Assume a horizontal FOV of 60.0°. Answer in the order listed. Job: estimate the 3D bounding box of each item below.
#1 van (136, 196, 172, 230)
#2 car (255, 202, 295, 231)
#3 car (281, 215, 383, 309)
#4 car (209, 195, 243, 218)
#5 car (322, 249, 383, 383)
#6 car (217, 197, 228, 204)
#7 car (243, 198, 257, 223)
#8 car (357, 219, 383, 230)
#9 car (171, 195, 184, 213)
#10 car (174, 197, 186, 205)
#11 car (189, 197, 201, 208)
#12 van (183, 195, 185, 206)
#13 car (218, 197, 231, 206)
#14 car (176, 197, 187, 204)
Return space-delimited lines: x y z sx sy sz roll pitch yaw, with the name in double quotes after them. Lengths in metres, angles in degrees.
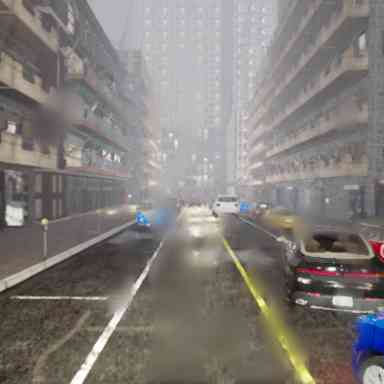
-2.400 1.352 20.953 1.690 1.788 3.998 0 0 1 "van"
5.483 1.589 21.070 1.752 1.417 4.829 0 0 1 "car"
3.082 1.536 7.746 1.837 1.490 4.892 0 0 15 "car"
3.061 1.283 31.021 2.150 2.045 5.566 0 0 1 "car"
2.974 1.500 1.669 1.882 1.535 5.008 0 0 -11 "car"
5.888 1.640 65.461 1.752 1.417 4.829 0 0 1 "car"
5.531 1.511 26.449 1.967 1.590 4.097 0 0 1 "car"
5.380 1.489 9.803 1.967 1.590 4.097 0 0 1 "car"
-2.247 1.472 37.599 1.967 1.590 4.097 0 0 1 "car"
-2.044 1.623 59.795 1.947 1.339 4.313 0 0 1 "car"
0.449 1.542 50.920 1.882 1.535 5.008 0 0 1 "car"
-2.197 1.379 43.148 1.690 1.788 3.998 0 0 1 "van"
5.836 1.654 59.742 1.887 1.381 4.507 0 0 1 "car"
-1.994 1.607 65.343 1.887 1.381 4.507 0 0 1 "car"
